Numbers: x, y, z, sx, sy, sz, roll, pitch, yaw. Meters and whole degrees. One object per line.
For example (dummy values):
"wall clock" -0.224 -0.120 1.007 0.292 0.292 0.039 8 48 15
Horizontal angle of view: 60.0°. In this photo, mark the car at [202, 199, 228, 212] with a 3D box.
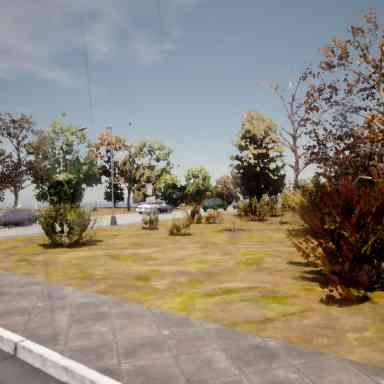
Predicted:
"car" 3.714 2.100 53.502 2.150 2.045 5.566 -3 -2 32

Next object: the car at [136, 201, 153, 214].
"car" -6.142 2.373 51.238 2.150 2.045 5.566 -3 -2 32

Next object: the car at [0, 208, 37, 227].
"car" -16.173 2.450 28.832 1.994 1.385 4.181 -3 -2 33

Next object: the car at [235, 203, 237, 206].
"car" 9.365 2.575 62.406 1.895 1.301 4.718 -3 -2 33

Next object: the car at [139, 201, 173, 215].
"car" -4.670 2.462 46.988 2.128 1.511 4.902 -3 -2 32
